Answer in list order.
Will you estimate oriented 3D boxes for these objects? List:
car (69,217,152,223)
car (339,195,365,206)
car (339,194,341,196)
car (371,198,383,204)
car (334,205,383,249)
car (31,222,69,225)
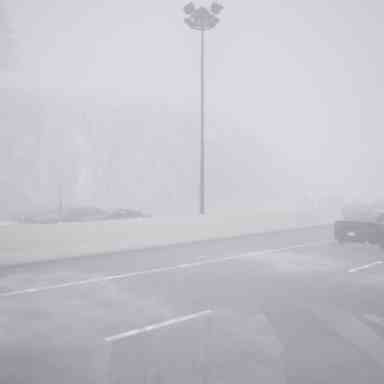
[{"bbox_3d":[-4.246,1.608,18.450,4.181,1.385,1.994,0,0,-38],"label":"car"},{"bbox_3d":[23.961,1.620,49.237,4.892,1.490,1.837,0,0,-44],"label":"car"},{"bbox_3d":[21.772,1.343,51.991,5.566,2.045,2.150,0,0,-44],"label":"car"},{"bbox_3d":[26.971,1.616,47.297,4.892,1.490,1.837,0,0,-44],"label":"car"},{"bbox_3d":[8.220,1.513,14.776,5.008,1.535,1.882,0,0,-40],"label":"car"},{"bbox_3d":[-6.950,1.598,20.739,5.357,1.411,2.033,0,0,-38],"label":"car"}]
